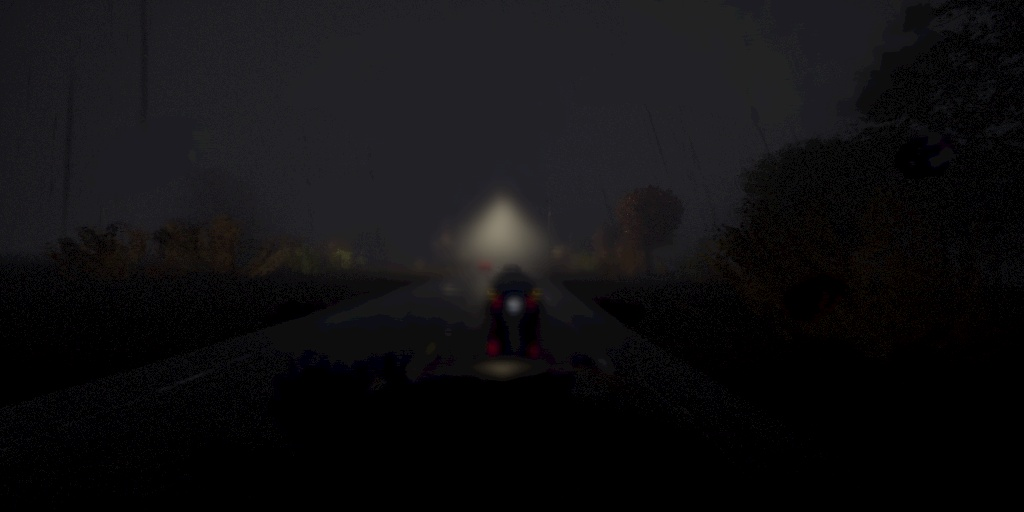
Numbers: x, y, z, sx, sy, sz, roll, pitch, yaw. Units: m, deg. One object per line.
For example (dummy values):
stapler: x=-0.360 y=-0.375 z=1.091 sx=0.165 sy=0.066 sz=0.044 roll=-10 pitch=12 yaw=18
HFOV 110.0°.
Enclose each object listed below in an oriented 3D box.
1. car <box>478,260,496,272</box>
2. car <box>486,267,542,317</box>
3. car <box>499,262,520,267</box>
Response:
car: x=-3.576 y=1.387 z=49.382 sx=1.882 sy=1.535 sz=5.008 roll=0 pitch=0 yaw=0
car: x=0.073 y=1.311 z=13.270 sx=1.812 sy=1.442 sz=4.674 roll=0 pitch=0 yaw=0
car: x=0.077 y=1.397 z=28.383 sx=1.994 sy=1.385 sz=4.181 roll=0 pitch=0 yaw=0
